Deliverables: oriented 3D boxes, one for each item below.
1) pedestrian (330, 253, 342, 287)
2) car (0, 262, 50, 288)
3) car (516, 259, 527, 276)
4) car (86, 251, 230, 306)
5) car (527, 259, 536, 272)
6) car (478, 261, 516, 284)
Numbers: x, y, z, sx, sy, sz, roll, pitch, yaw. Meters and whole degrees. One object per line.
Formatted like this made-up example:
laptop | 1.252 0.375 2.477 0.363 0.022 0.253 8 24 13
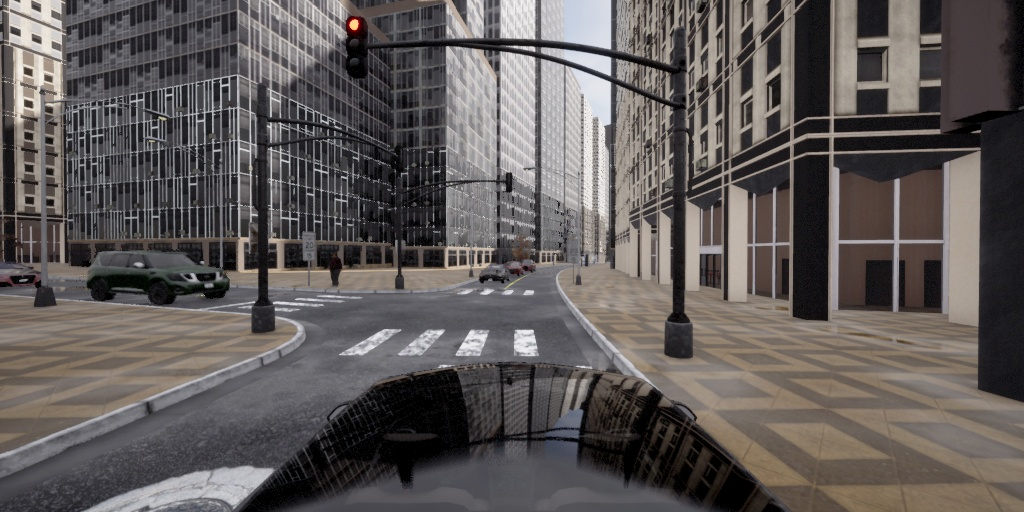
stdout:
pedestrian | -9.580 0.716 19.426 0.375 1.860 0.375 0 0 16
car | -25.696 0.983 17.988 4.181 1.385 1.994 1 1 16
car | 0.127 1.297 37.804 1.882 1.535 5.008 0 0 9
car | -14.618 0.802 14.826 5.566 2.045 2.150 0 1 15
car | 1.878 1.220 47.533 2.097 1.767 4.553 0 0 11
car | -1.224 1.331 28.096 2.033 1.411 5.357 0 0 7
